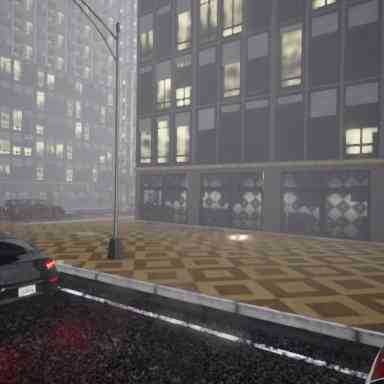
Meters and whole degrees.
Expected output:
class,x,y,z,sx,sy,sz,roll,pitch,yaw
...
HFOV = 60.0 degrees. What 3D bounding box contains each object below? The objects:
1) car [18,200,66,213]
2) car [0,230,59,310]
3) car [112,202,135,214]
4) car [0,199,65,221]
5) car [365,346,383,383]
class,x,y,z,sx,sy,sz,roll,pitch,yaw
car,-17.303,1.637,38.621,1.752,1.417,4.829,1,0,36
car,-4.696,1.521,7.020,4.674,1.442,1.812,0,0,35
car,-7.007,1.826,38.468,1.752,1.417,4.829,1,0,36
car,-13.796,1.515,29.249,2.192,1.841,5.009,1,0,36
car,3.195,1.353,1.408,4.553,1.767,2.097,0,0,35
